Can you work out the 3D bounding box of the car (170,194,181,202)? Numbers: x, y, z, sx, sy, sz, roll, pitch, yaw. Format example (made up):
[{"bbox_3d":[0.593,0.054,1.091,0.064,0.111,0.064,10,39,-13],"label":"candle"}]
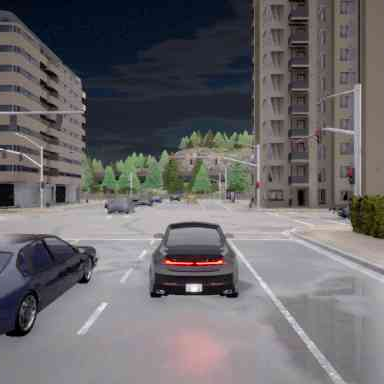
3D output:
[{"bbox_3d":[-3.625,1.194,72.963,2.097,1.767,4.553,0,0,0],"label":"car"}]

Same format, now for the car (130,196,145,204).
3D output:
[{"bbox_3d":[-10.636,1.547,65.030,2.033,1.411,5.357,0,0,0],"label":"car"}]

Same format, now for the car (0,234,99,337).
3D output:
[{"bbox_3d":[-3.461,1.547,6.576,2.033,1.411,5.357,0,0,0],"label":"car"}]

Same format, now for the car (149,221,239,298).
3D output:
[{"bbox_3d":[0.049,1.505,8.505,1.837,1.490,4.892,0,0,0],"label":"car"}]

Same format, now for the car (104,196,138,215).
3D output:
[{"bbox_3d":[-7.158,1.352,33.983,2.097,1.767,4.553,0,0,0],"label":"car"}]

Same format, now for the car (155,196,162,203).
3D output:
[{"bbox_3d":[-7.136,1.477,66.742,1.882,1.535,5.008,0,0,0],"label":"car"}]

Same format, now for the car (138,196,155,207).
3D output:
[{"bbox_3d":[-7.182,1.564,50.432,1.994,1.385,4.181,0,0,0],"label":"car"}]

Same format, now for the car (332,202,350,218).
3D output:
[{"bbox_3d":[14.344,1.564,27.583,4.181,1.385,1.994,0,0,2],"label":"car"}]

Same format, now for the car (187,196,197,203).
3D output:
[{"bbox_3d":[-0.037,1.477,70.059,1.882,1.535,5.008,0,0,0],"label":"car"}]

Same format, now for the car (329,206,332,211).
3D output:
[{"bbox_3d":[17.286,1.547,34.639,5.357,1.411,2.033,0,0,0],"label":"car"}]

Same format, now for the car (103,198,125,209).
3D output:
[{"bbox_3d":[-10.683,1.563,45.941,1.994,1.385,4.181,0,0,0],"label":"car"}]
